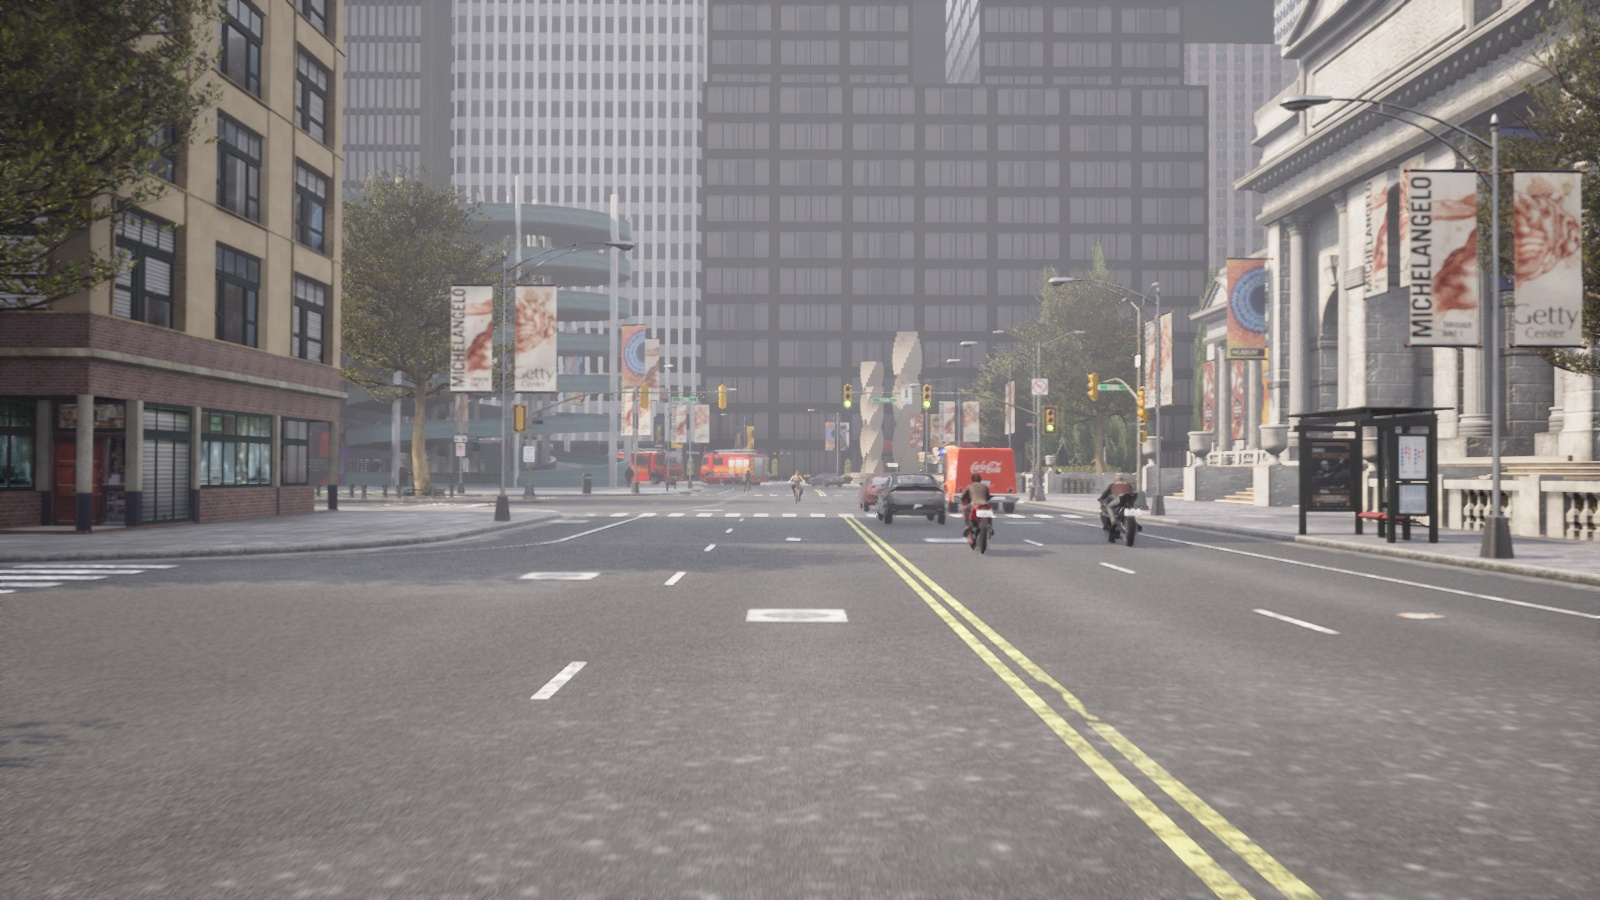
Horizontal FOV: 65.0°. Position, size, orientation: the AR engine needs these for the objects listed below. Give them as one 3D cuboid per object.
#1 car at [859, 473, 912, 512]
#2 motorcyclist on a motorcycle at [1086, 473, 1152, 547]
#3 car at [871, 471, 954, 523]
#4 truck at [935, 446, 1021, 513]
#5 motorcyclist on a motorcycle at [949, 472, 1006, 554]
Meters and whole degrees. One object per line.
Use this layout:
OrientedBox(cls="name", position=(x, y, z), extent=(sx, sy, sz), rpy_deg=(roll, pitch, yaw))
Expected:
OrientedBox(cls="car", position=(3.379, 1.670, 50.368), extent=(1.812, 1.442, 4.674), rpy_deg=(0, -1, 0))
OrientedBox(cls="motorcyclist on a motorcycle", position=(6.934, 1.280, 27.381), extent=(0.866, 1.530, 2.191), rpy_deg=(0, -1, 0))
OrientedBox(cls="car", position=(3.406, 1.409, 38.919), extent=(2.128, 1.511, 4.902), rpy_deg=(0, -1, 0))
OrientedBox(cls="truck", position=(6.880, 1.123, 49.160), extent=(2.627, 2.467, 5.204), rpy_deg=(0, -1, 0))
OrientedBox(cls="motorcyclist on a motorcycle", position=(3.441, 1.193, 24.481), extent=(0.797, 1.523, 2.044), rpy_deg=(0, -1, 0))
